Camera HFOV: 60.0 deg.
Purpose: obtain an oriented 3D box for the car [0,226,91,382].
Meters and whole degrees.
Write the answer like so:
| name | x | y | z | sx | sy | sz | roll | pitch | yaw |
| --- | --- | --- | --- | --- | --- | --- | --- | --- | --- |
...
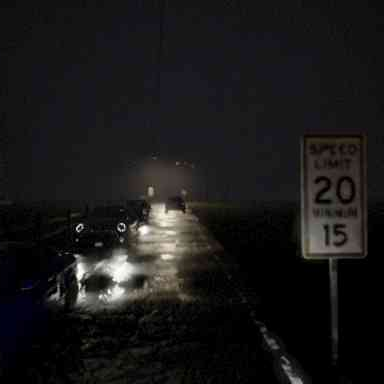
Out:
| name | x | y | z | sx | sy | sz | roll | pitch | yaw |
| --- | --- | --- | --- | --- | --- | --- | --- | --- | --- |
| car | -3.056 | 1.537 | 4.869 | 1.812 | 1.442 | 4.674 | 0 | 0 | -3 |

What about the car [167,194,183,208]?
| name | x | y | z | sx | sy | sz | roll | pitch | yaw |
| --- | --- | --- | --- | --- | --- | --- | --- | --- | --- |
| car | -2.439 | 1.255 | 47.897 | 2.097 | 1.767 | 4.553 | 0 | 0 | -2 |

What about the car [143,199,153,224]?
| name | x | y | z | sx | sy | sz | roll | pitch | yaw |
| --- | --- | --- | --- | --- | --- | --- | --- | --- | --- |
| car | -4.088 | 1.327 | 24.588 | 2.097 | 1.767 | 4.553 | 0 | 0 | -3 |

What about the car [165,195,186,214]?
| name | x | y | z | sx | sy | sz | roll | pitch | yaw |
| --- | --- | --- | --- | --- | --- | --- | --- | --- | --- |
| car | -1.760 | 1.284 | 35.150 | 2.097 | 1.767 | 4.553 | 0 | 0 | -3 |

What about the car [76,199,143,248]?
| name | x | y | z | sx | sy | sz | roll | pitch | yaw |
| --- | --- | --- | --- | --- | --- | --- | --- | --- | --- |
| car | -3.568 | 1.346 | 14.528 | 2.097 | 1.767 | 4.553 | 0 | 0 | -3 |
